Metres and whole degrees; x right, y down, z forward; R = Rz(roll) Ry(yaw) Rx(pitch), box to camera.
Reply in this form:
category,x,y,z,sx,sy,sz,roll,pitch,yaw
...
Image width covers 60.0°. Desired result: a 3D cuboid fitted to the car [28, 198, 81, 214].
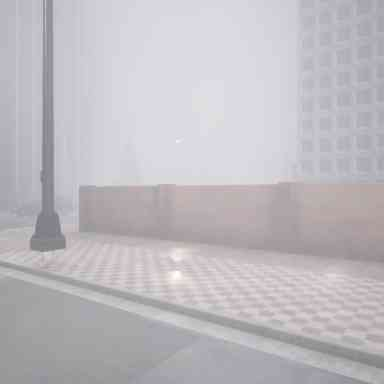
category,x,y,z,sx,sy,sz,roll,pitch,yaw
car,-14.711,1.478,35.855,1.882,1.535,5.008,0,0,35

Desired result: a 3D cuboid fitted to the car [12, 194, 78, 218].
category,x,y,z,sx,sy,sz,roll,pitch,yaw
car,-13.752,1.221,31.135,2.150,2.045,5.566,0,0,35
